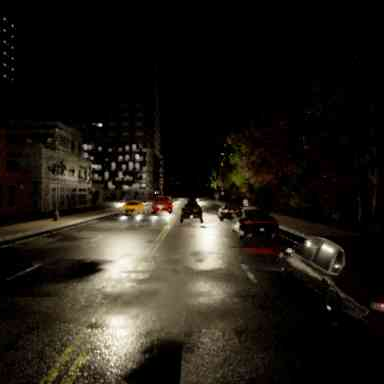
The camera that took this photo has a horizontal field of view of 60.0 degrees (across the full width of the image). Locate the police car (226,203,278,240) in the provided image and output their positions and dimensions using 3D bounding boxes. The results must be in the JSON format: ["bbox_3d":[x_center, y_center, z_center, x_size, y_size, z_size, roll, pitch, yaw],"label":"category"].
[{"bbox_3d":[3.252,1.559,18.022,1.930,1.638,5.238,0,0,0],"label":"police car"}]

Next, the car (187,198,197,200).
[{"bbox_3d":[0.025,1.895,55.005,1.837,1.490,4.892,0,0,0],"label":"car"}]

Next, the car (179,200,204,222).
[{"bbox_3d":[-0.026,1.719,28.790,1.837,1.490,4.892,0,0,0],"label":"car"}]

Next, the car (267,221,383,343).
[{"bbox_3d":[3.251,1.599,6.911,2.033,1.411,5.357,0,0,0],"label":"car"}]

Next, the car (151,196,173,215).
[{"bbox_3d":[-3.331,1.504,38.240,2.150,2.045,5.566,0,-1,0],"label":"car"}]

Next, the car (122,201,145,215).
[{"bbox_3d":[-6.581,1.755,37.669,1.882,1.535,5.008,0,-1,0],"label":"car"}]

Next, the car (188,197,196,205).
[{"bbox_3d":[0.007,1.964,72.588,1.882,1.535,5.008,0,0,0],"label":"car"}]

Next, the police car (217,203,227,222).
[{"bbox_3d":[3.253,1.720,28.912,2.038,1.542,4.974,0,0,0],"label":"police car"}]
